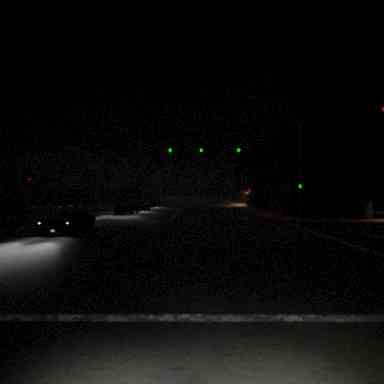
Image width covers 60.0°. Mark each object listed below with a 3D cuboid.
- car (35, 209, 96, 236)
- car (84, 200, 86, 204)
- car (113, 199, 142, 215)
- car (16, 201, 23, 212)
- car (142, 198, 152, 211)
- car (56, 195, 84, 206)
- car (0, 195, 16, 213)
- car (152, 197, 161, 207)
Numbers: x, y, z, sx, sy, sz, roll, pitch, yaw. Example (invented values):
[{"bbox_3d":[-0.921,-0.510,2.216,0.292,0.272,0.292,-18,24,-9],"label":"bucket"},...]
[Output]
[{"bbox_3d":[-7.077,1.676,19.099,1.895,1.301,4.718,0,0,0],"label":"car"},{"bbox_3d":[-21.168,1.632,59.847,3.806,1.475,1.970,0,0,0],"label":"car"},{"bbox_3d":[-7.056,1.620,35.848,1.882,1.535,5.008,0,0,1],"label":"car"},{"bbox_3d":[-21.249,1.304,37.330,3.866,1.878,1.905,0,0,0],"label":"car"},{"bbox_3d":[-6.763,1.676,43.526,1.812,1.442,4.674,0,0,2],"label":"car"},{"bbox_3d":[-21.192,1.381,56.953,3.866,1.878,1.905,0,0,0],"label":"car"},{"bbox_3d":[-21.317,1.289,34.436,4.605,1.855,1.932,0,0,0],"label":"car"},{"bbox_3d":[-6.465,1.700,56.222,1.882,1.535,5.008,0,0,2],"label":"car"}]
